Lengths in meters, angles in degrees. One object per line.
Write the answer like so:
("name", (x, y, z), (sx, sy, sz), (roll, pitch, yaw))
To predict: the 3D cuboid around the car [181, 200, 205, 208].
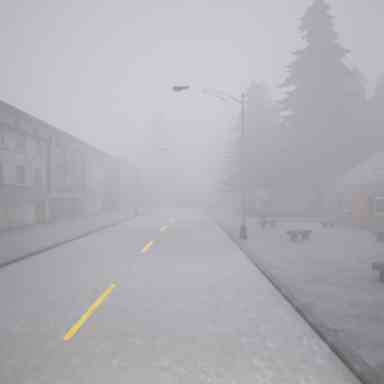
("car", (0.254, 2.350, 63.606), (4.892, 1.490, 1.837), (1, -2, -36))
